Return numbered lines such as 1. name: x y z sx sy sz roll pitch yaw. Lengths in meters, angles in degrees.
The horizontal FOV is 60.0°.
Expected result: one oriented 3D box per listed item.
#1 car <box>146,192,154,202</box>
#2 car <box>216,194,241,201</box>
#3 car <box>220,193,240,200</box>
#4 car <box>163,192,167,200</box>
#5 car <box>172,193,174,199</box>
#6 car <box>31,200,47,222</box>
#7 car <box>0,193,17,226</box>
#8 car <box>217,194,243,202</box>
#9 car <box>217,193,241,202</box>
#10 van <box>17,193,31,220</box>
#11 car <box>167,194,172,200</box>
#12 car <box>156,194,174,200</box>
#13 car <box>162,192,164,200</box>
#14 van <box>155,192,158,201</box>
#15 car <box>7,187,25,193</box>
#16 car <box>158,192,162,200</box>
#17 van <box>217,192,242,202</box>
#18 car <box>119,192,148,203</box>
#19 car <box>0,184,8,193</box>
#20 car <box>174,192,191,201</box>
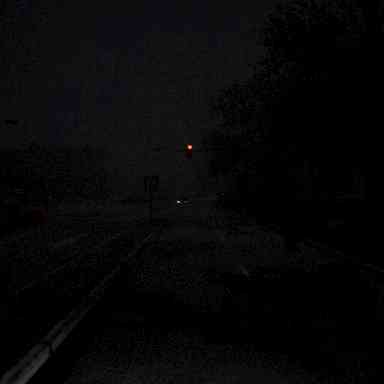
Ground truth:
1. car: -10.815 1.313 66.231 5.366 1.575 1.946 -1 0 -15
2. car: 8.167 1.257 74.652 5.366 1.575 1.946 1 0 -13
3. car: 9.438 1.128 83.507 4.553 1.767 2.185 1 0 -12
4. car: -9.287 1.358 81.191 4.674 1.452 2.002 -1 0 -13
5. car: -8.024 1.064 90.180 5.566 2.045 2.435 -1 0 -12
6. car: -13.633 1.401 25.431 4.553 1.767 2.185 -1 0 -19
7. car: -13.723 1.264 19.417 5.566 2.045 2.435 -1 0 -20
8. car: 8.186 1.263 71.801 5.366 1.575 1.946 1 0 -13
9. car: 7.651 1.140 68.807 4.553 1.767 2.185 1 0 -14
10. van: -13.608 1.294 22.454 4.442 1.987 1.878 -1 0 -19
11. car: -8.473 1.356 87.173 4.674 1.452 2.002 -1 0 -12
12. car: -7.603 1.315 93.158 5.008 1.535 2.097 -1 0 -12
13. car: -9.658 1.358 78.189 4.674 1.452 2.002 -1 0 -13
14. van: -10.257 1.091 72.223 4.442 1.987 1.878 -1 0 -14
15. car: -28.178 0.134 54.103 2.002 1.452 4.674 6 -3 -19
16. car: -10.030 1.320 75.194 4.892 1.521 2.231 -1 0 -14
17. van: 7.268 1.042 65.837 4.442 1.987 1.878 1 0 -14
18. car: -11.459 1.356 63.238 4.792 1.488 2.163 -1 0 -15
19. car: -31.172 -0.429 54.162 2.435 2.045 5.566 6 -3 -19
20. car: -2.077 1.095 76.225 2.097 1.767 4.553 0 0 7
